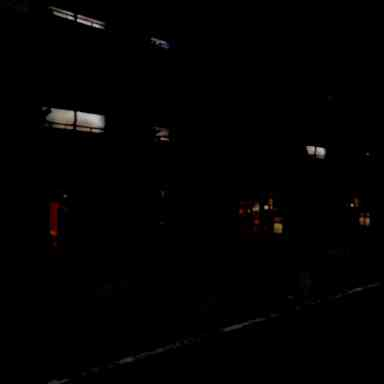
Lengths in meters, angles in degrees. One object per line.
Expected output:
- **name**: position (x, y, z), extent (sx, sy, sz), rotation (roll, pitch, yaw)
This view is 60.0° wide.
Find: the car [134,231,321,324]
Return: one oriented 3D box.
- **car**: position (0.945, 1.591, 7.236), extent (4.507, 1.381, 1.887), rotation (1, 0, -36)
